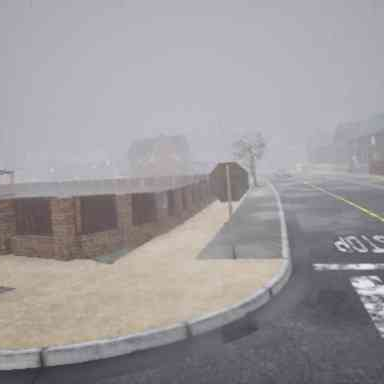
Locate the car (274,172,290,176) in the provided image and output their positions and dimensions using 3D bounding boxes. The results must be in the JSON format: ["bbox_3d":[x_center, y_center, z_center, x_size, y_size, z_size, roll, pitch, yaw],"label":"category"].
[{"bbox_3d":[11.010,-2.272,40.899,2.033,1.411,5.357,-4,4,9],"label":"car"}]
